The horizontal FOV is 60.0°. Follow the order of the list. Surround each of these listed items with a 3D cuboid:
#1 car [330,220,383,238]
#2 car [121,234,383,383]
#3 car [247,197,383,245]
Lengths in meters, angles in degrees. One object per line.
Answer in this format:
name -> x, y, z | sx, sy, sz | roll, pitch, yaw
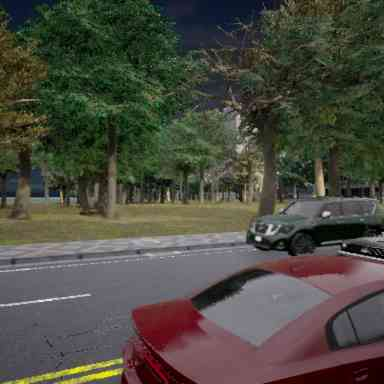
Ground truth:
car -> 6.565, 1.604, 9.674 | 4.718, 1.301, 1.895 | 0, 0, -25
car -> 1.785, 1.478, 3.653 | 5.008, 1.535, 1.882 | 0, 0, -25
car -> 4.751, 1.224, 12.415 | 5.566, 2.045, 2.150 | 0, 0, -25
